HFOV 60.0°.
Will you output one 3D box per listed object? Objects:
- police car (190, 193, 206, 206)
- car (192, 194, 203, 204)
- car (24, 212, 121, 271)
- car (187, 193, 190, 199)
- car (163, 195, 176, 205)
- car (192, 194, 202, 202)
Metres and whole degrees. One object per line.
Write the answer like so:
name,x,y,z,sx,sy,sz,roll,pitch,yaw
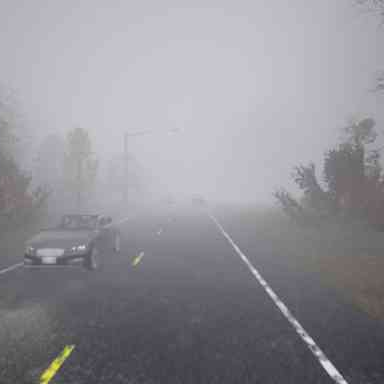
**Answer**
police car,1.003,1.203,48.257,1.930,1.638,5.238,0,0,0
car,0.994,1.178,58.338,1.801,1.575,5.366,0,0,0
car,-3.611,1.448,10.855,2.128,1.511,4.902,0,0,0
car,-0.078,0.931,81.602,1.882,1.535,5.008,0,0,0
car,-3.613,1.254,53.643,1.837,1.490,4.892,0,0,0
car,0.988,1.215,64.149,1.812,1.442,4.674,0,0,0
